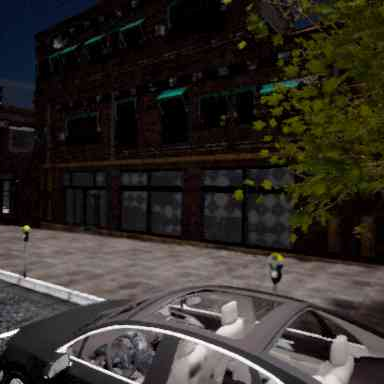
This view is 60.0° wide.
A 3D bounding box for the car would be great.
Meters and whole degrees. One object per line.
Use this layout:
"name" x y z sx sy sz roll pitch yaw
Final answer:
"car" 0.007 1.549 2.869 4.403 1.369 2.008 0 1 36
